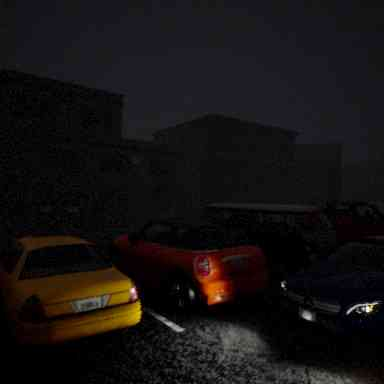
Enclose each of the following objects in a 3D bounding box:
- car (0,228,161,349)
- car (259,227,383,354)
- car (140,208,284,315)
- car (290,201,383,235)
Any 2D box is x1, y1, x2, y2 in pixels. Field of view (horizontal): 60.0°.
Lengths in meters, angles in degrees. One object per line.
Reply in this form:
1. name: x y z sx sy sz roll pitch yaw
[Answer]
1. car: -2.860 1.490 6.571 1.946 1.575 5.366 1 0 -35
2. car: 3.626 1.595 6.264 4.674 1.442 1.812 1 -1 -35
3. car: -0.358 1.395 8.090 2.185 1.767 4.553 1 0 -35
4. car: 7.153 1.416 13.456 2.435 2.045 5.566 1 -1 -36
